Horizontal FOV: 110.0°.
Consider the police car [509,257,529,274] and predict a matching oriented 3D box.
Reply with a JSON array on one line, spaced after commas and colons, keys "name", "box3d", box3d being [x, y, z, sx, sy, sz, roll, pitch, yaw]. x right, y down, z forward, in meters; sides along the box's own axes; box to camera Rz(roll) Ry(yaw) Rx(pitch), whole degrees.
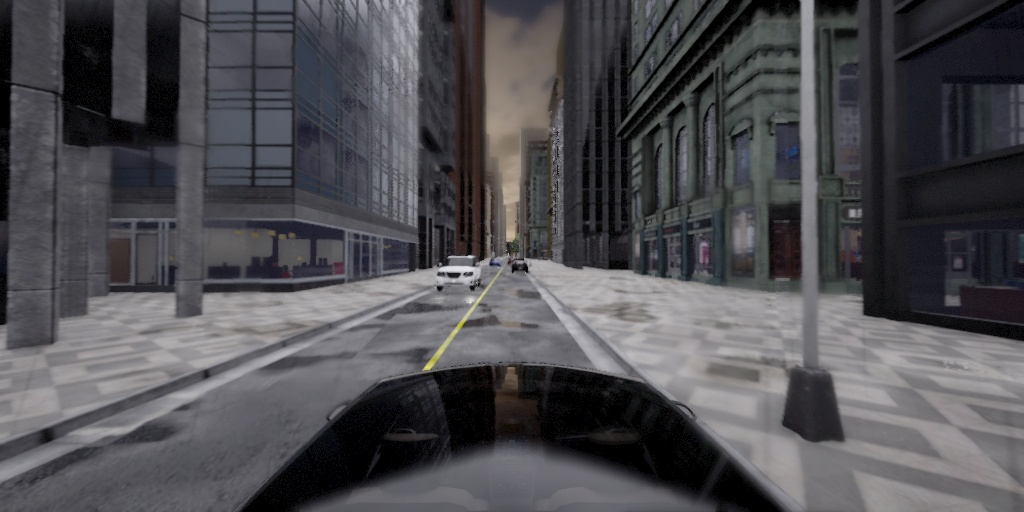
[{"name": "police car", "box3d": [0.902, 1.149, 41.524, 1.930, 1.638, 5.238, 0, 0, 0]}]

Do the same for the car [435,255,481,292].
[{"name": "car", "box3d": [-3.098, 0.968, 21.804, 2.150, 2.045, 5.566, 0, 0, 0]}]

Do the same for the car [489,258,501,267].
[{"name": "car", "box3d": [-3.020, 1.158, 63.588, 1.882, 1.535, 5.008, 0, 0, 1]}]
